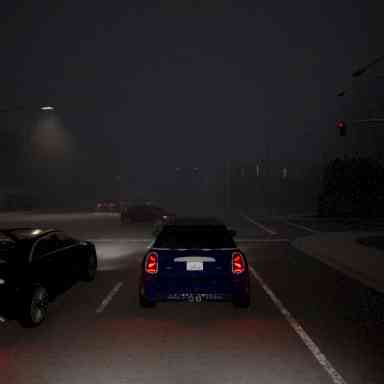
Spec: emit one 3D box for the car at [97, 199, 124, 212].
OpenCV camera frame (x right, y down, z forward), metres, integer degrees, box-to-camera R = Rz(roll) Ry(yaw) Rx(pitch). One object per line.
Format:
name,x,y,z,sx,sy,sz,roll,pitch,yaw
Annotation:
car,-10.679,1.675,42.853,2.097,1.767,4.553,0,0,0

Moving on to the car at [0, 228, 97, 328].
car,-3.447,1.503,6.993,2.128,1.511,4.902,0,0,0

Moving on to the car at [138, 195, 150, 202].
car,-10.628,1.618,68.595,2.097,1.767,4.553,0,1,0

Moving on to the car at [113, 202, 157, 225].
car,-3.081,1.649,23.639,4.674,1.442,1.812,0,0,33

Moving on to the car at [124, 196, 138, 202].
car,-10.691,1.863,55.258,1.882,1.535,5.008,0,0,0

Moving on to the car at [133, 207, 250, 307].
car,0.058,1.364,8.133,2.097,1.767,4.553,0,0,0

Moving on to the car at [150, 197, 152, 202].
car,-10.648,1.656,78.721,2.128,1.511,4.902,0,1,0
